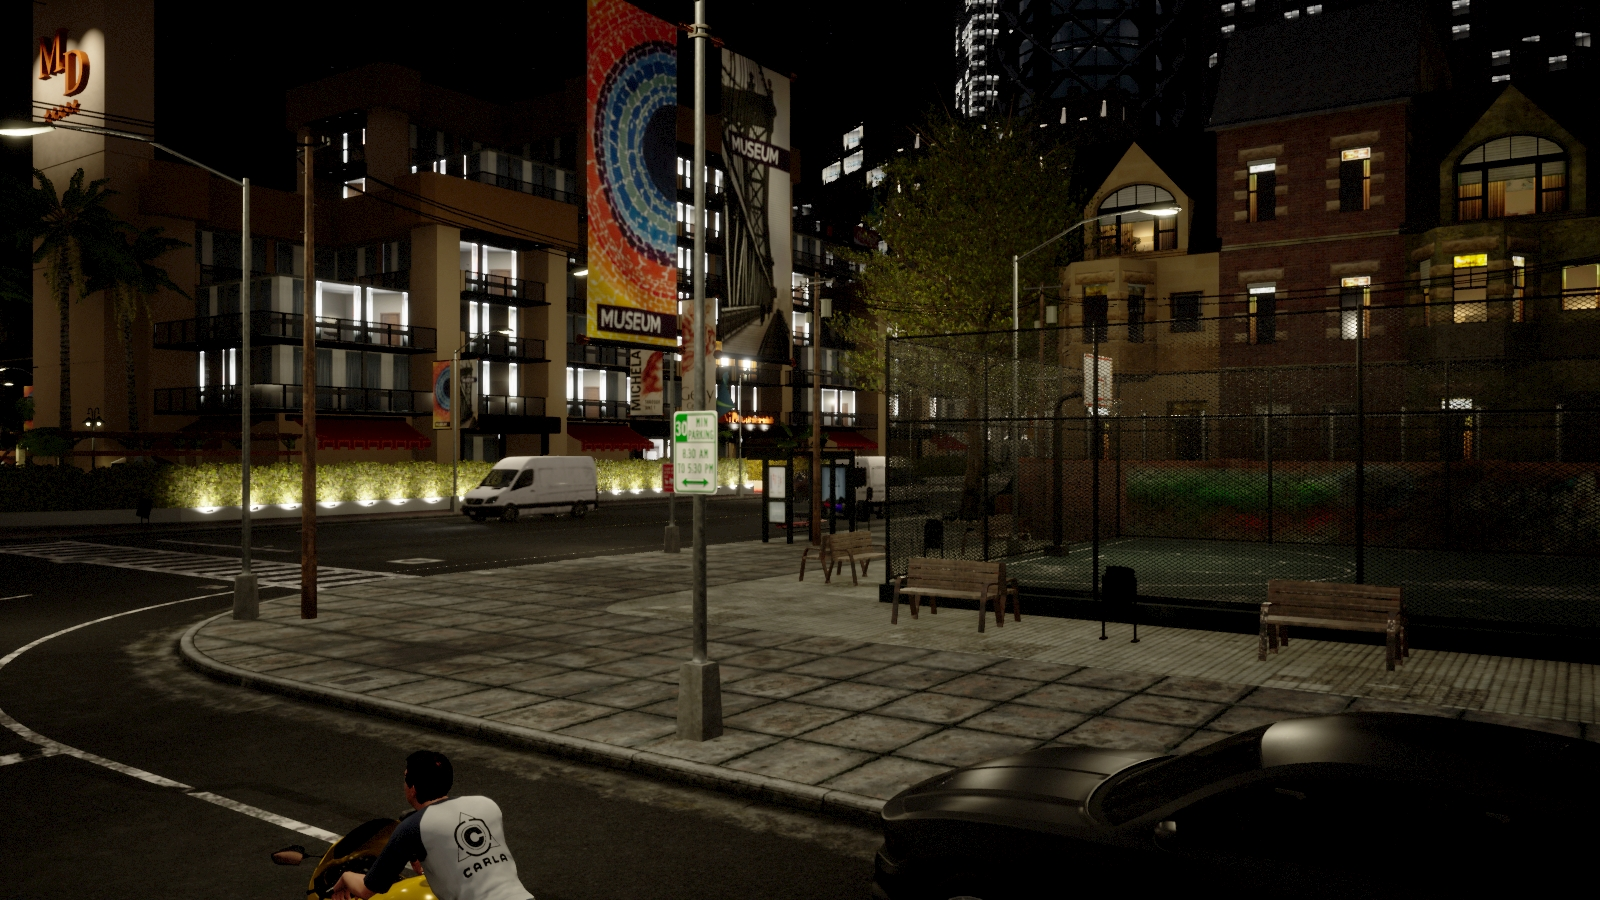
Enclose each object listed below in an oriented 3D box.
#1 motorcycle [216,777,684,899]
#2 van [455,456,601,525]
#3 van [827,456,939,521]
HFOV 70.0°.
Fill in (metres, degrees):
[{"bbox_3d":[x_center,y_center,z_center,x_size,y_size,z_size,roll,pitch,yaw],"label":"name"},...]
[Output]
[{"bbox_3d":[-1.529,2.213,4.819,2.033,1.145,0.803,0,0,35],"label":"motorcycle"},{"bbox_3d":[-10.794,1.534,45.823,1.988,2.561,5.915,0,0,34],"label":"van"},{"bbox_3d":[3.608,1.534,48.282,1.988,2.561,5.915,0,0,34],"label":"van"}]
